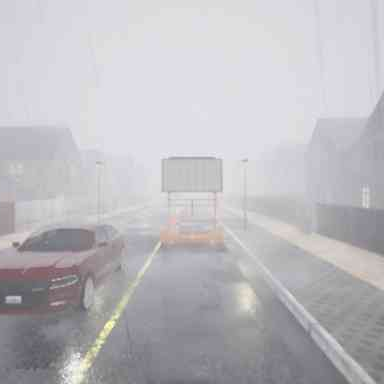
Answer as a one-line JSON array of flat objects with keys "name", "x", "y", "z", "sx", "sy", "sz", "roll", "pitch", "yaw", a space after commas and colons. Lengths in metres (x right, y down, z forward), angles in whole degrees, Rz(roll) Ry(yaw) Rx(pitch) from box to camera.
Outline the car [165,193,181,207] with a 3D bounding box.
[{"name": "car", "x": -2.835, "y": 1.133, "z": 50.444, "sx": 2.150, "sy": 2.045, "sz": 5.566, "roll": 0, "pitch": 0, "yaw": 0}]

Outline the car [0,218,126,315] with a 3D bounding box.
[{"name": "car", "x": -2.850, "y": 1.444, "z": 7.824, "sx": 1.882, "sy": 1.535, "sz": 5.008, "roll": 0, "pitch": 0, "yaw": 0}]

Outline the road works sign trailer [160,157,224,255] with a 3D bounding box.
[{"name": "road works sign trailer", "x": 0.005, "y": 0.411, "z": 13.094, "sx": 2.380, "sy": 3.560, "sz": 2.880, "roll": 0, "pitch": 0, "yaw": 0}]
